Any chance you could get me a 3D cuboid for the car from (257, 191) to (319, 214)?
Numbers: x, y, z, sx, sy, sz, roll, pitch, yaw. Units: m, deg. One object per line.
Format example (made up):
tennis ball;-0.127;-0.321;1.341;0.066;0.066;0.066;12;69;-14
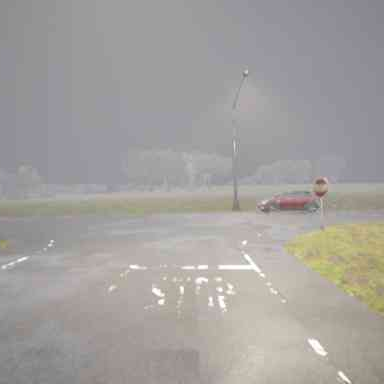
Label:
car;7.474;0.747;26.325;4.553;1.767;2.097;-1;-1;-1
